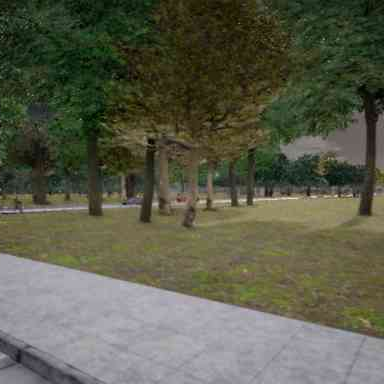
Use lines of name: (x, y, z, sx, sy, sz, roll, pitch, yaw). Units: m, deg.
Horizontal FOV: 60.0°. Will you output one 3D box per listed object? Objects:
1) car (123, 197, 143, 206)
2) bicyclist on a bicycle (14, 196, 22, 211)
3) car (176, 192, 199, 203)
car: (-9.001, 1.454, 53.041, 1.994, 1.385, 4.181, 0, 0, 36)
bicyclist on a bicycle: (-18.290, 1.217, 34.908, 1.656, 1.620, 0.582, 0, 0, 36)
car: (-0.815, 1.102, 64.495, 2.150, 2.045, 5.566, 0, 0, 36)
